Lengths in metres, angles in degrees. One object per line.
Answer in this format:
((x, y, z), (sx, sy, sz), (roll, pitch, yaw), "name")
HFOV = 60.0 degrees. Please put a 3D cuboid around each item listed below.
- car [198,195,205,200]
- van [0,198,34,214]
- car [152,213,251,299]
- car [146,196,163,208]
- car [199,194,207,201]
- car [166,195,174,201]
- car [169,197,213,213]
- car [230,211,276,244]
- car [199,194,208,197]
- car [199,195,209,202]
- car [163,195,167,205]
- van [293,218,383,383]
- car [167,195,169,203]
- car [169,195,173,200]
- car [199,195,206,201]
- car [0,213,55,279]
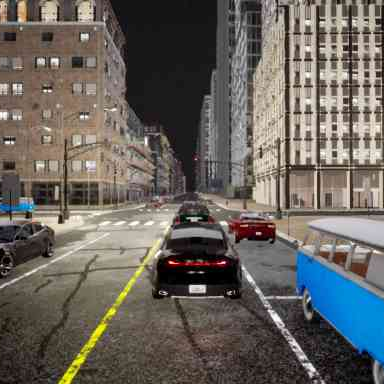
((2.700, 1.524, 93.362), (1.802, 1.307, 4.206), (1, 0, 0), "car")
((-19.736, 1.525, 37.021), (3.998, 1.788, 1.690), (0, 0, 1), "van")
((0.101, 1.506, 8.433), (1.837, 1.490, 4.892), (0, 0, 0), "car")
((-5.681, 1.573, 48.150), (1.802, 1.307, 4.206), (1, 0, 0), "car")
((2.702, 1.396, 82.059), (1.967, 1.590, 4.097), (1, 0, 0), "car")
((-5.679, 1.475, 87.542), (1.752, 1.417, 4.829), (1, 0, 0), "car")
((0.070, 1.352, 17.526), (2.097, 1.767, 4.553), (0, 0, -1), "car")
((2.699, 1.545, 15.706), (1.887, 1.381, 4.507), (1, 0, 0), "car")
((2.700, 1.531, 59.452), (2.008, 1.369, 4.403), (1, 0, 0), "car")
((2.701, 1.513, 76.406), (2.008, 1.369, 4.403), (1, 0, 0), "car")
((-5.678, 1.426, 53.803), (1.967, 1.590, 4.097), (1, 0, 0), "car")
((2.701, 1.342, 4.553), (1.690, 1.788, 3.998), (1, 0, 0), "van")
((-5.680, 1.562, 59.454), (1.802, 1.307, 4.206), (1, 0, 0), "car")
((-5.680, 1.519, 70.756), (2.008, 1.369, 4.403), (1, 0, 0), "car")
((2.701, 1.475, 87.880), (1.752, 1.417, 4.829), (1, 0, 0), "car")
((-5.682, 1.567, 10.135), (1.947, 1.339, 4.313), (1, 0, 0), "car")
